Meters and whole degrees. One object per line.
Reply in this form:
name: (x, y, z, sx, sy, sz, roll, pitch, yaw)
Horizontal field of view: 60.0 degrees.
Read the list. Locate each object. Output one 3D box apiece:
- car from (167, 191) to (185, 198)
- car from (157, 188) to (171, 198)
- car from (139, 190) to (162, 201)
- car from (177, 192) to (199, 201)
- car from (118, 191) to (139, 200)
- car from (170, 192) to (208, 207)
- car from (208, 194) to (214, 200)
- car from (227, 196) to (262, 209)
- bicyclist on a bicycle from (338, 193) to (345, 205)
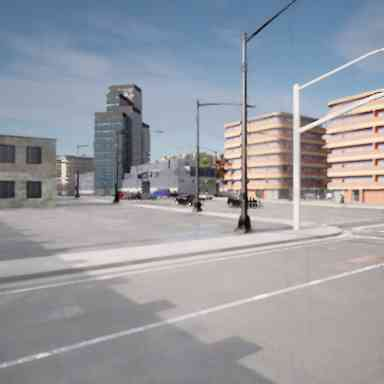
car: (-3.582, 0.576, 72.304, 1.994, 1.385, 4.181, 0, 1, -34)
car: (-6.487, 0.256, 70.350, 2.150, 2.045, 5.566, 0, 1, -34)
car: (-8.166, 0.796, 60.379, 2.033, 1.411, 5.357, 0, 1, -34)
car: (-0.832, 0.783, 62.180, 1.837, 1.490, 4.892, 0, 1, -34)
car: (-11.862, 0.595, 59.609, 2.097, 1.767, 4.553, 0, 1, -34)
car: (-0.421, 1.095, 42.707, 1.837, 1.490, 4.892, 0, 1, -34)
car: (2.053, 0.874, 64.063, 1.895, 1.301, 4.718, 0, 1, -34)
car: (6.146, 1.187, 39.298, 2.128, 1.511, 4.902, 0, 1, -34)
bicyclist on a bicycle: (21.052, 0.996, 46.708, 1.656, 1.620, 0.582, -1, 1, -34)
